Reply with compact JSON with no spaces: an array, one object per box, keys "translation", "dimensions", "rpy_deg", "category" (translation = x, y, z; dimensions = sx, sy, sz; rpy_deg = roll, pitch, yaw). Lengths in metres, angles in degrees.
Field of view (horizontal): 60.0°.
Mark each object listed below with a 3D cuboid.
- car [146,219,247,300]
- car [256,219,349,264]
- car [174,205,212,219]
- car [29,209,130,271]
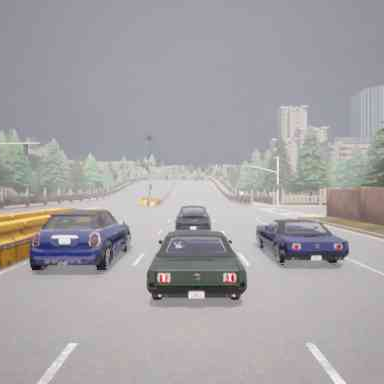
[{"translation":[0.083,1.599,8.327],"dimensions":[1.895,1.301,4.718],"rpy_deg":[0,0,0],"category":"car"},{"translation":[3.575,1.598,11.780],"dimensions":[1.895,1.301,4.718],"rpy_deg":[0,0,0],"category":"car"},{"translation":[0.060,1.501,18.564],"dimensions":[1.837,1.490,4.892],"rpy_deg":[0,0,0],"category":"car"},{"translation":[-3.423,1.349,11.044],"dimensions":[2.097,1.767,4.553],"rpy_deg":[0,0,0],"category":"car"}]
